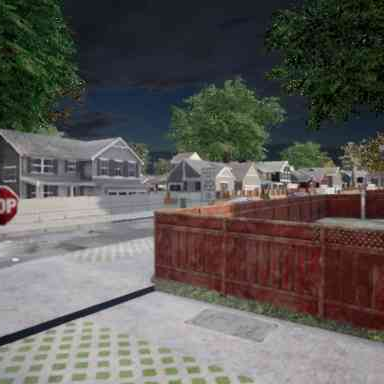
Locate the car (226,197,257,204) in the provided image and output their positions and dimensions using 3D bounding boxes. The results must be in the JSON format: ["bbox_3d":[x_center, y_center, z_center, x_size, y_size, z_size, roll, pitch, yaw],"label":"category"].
[{"bbox_3d":[4.111,1.092,25.728,1.812,1.442,4.674,0,1,35],"label":"car"}]

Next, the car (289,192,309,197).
[{"bbox_3d":[14.997,0.690,46.130,2.033,1.411,5.357,0,1,35],"label":"car"}]
